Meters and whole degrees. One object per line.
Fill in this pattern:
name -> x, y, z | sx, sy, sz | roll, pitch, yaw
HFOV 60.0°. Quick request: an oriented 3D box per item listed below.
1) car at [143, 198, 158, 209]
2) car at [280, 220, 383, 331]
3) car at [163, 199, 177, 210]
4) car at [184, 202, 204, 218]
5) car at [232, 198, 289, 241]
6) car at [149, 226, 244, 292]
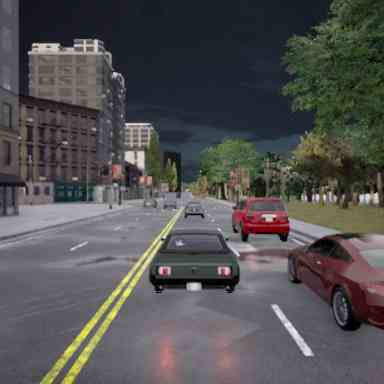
car -> -6.343, 1.726, 50.983 | 2.128, 1.511, 4.902 | 0, 0, 0
car -> 3.370, 1.560, 6.794 | 1.812, 1.442, 4.674 | 0, 0, 1
car -> -3.131, 1.727, 48.122 | 1.837, 1.490, 4.892 | 0, -1, 1
car -> 0.204, 1.697, 31.705 | 2.033, 1.411, 5.357 | 0, 0, 0
car -> 3.398, 1.307, 17.260 | 2.150, 2.045, 5.566 | 0, 0, 0
car -> 0.078, 1.646, 8.998 | 1.895, 1.301, 4.718 | 0, 0, 1
